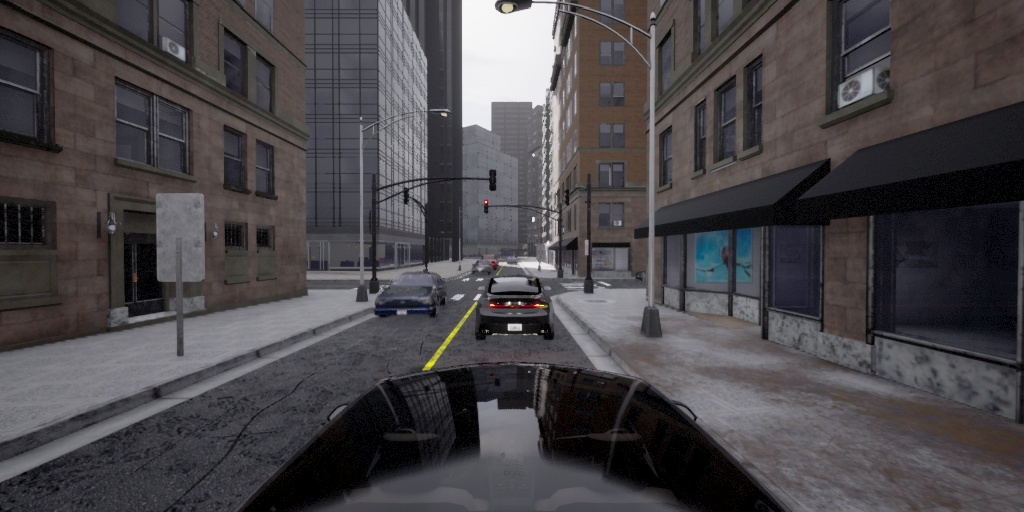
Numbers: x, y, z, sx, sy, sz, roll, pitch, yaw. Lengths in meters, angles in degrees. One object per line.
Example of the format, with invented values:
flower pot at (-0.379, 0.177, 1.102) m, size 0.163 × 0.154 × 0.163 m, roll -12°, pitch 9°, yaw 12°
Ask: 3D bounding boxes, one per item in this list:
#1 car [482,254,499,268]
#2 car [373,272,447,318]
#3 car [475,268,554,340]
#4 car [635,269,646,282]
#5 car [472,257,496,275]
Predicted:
car at (-3.138, 0.807, 48.256) m, size 2.150 × 2.045 × 5.566 m, roll 0°, pitch 1°, yaw 0°
car at (-3.478, 1.293, 13.259) m, size 2.033 × 1.411 × 5.357 m, roll 0°, pitch 0°, yaw -5°
car at (0.073, 1.252, 9.961) m, size 1.837 × 1.490 × 4.892 m, roll 0°, pitch 0°, yaw 0°
car at (10.845, 1.223, 25.150) m, size 4.181 × 1.385 × 1.994 m, roll 0°, pitch 1°, yaw 0°
car at (-3.124, 1.161, 37.952) m, size 2.128 × 1.511 × 4.902 m, roll 0°, pitch 0°, yaw 0°
